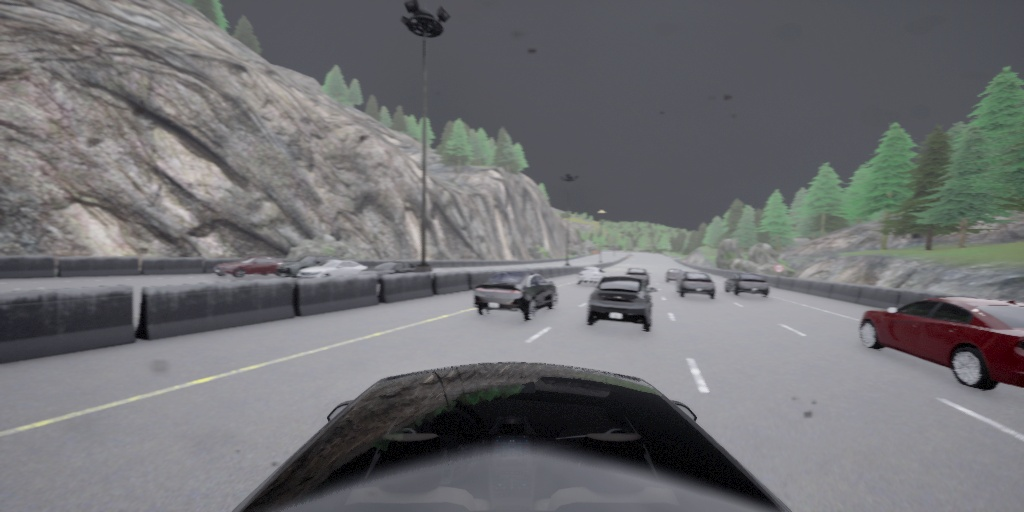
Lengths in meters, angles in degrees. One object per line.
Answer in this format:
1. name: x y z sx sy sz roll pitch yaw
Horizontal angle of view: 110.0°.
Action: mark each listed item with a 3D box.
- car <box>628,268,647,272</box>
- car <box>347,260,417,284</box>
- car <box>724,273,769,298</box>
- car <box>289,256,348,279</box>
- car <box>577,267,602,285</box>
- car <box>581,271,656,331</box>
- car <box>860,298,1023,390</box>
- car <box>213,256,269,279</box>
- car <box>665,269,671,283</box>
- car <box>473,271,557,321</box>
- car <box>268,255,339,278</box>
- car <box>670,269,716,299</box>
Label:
1. car: 10.211 1.727 29.285 2.128 1.511 4.902 2 0 21
2. car: -7.530 1.072 22.488 1.837 1.490 4.892 2 0 21
3. car: 15.840 1.910 24.388 2.128 1.511 4.902 2 0 21
4. car: -11.158 0.963 22.782 1.812 1.442 4.674 2 0 21
5. car: 6.689 1.637 29.864 1.812 1.442 4.674 2 0 21
6. car: 3.722 1.433 12.113 1.837 1.490 4.892 2 0 21
7. car: 9.387 1.590 7.311 1.882 1.535 5.008 2 0 21
8. car: -17.834 0.731 24.871 1.812 1.442 4.674 2 0 21
9. car: 17.040 2.065 37.465 2.033 1.411 5.357 2 0 21
10. car: 0.315 1.301 12.995 2.128 1.511 4.902 2 0 21
11. car: -13.968 0.698 25.226 2.097 1.767 4.553 2 0 21
12. car: 11.316 1.738 22.312 2.128 1.511 4.902 2 0 21
